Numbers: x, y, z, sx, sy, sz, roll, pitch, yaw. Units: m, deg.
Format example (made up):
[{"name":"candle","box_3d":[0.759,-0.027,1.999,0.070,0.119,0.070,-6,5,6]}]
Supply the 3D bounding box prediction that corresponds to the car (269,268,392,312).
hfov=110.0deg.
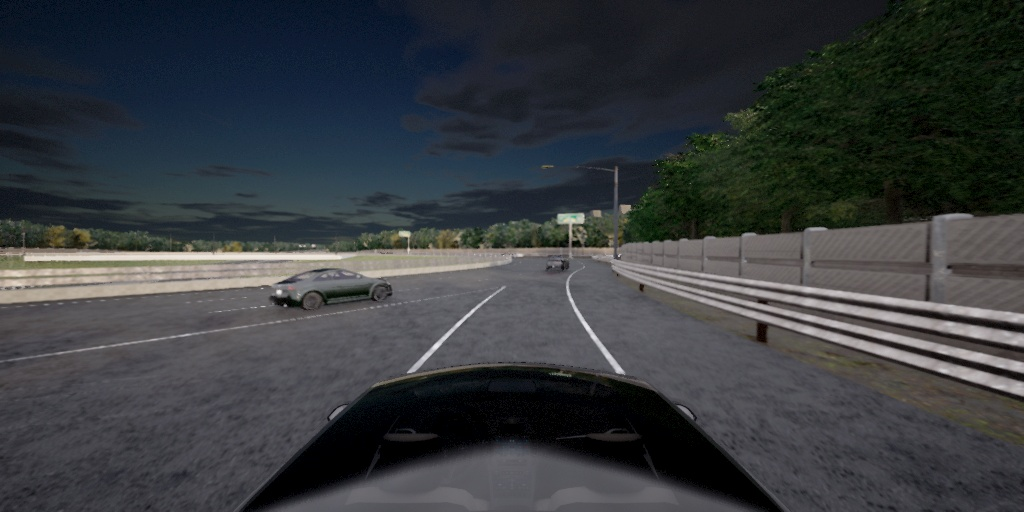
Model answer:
[{"name":"car","box_3d":[-6.680,1.147,13.600,1.994,1.385,4.181,1,1,32]}]

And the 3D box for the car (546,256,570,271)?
[{"name":"car","box_3d":[4.852,0.791,37.706,2.128,1.511,4.902,1,1,18]}]
